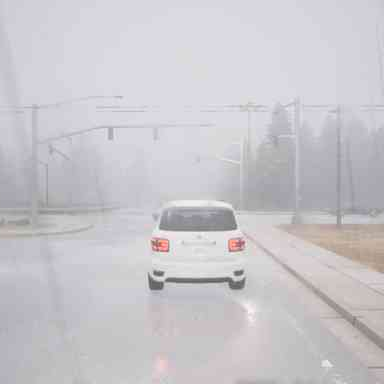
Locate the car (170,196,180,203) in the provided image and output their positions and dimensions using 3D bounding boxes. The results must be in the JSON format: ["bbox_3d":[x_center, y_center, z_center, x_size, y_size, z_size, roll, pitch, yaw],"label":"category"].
[{"bbox_3d":[-3.413,1.563,67.478,1.994,1.385,4.181,0,0,0],"label":"car"}]

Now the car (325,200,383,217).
[{"bbox_3d":[14.897,1.518,30.628,4.902,1.511,2.128,0,0,1],"label":"car"}]

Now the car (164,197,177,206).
[{"bbox_3d":[-3.564,1.564,56.019,1.994,1.385,4.181,0,0,0],"label":"car"}]

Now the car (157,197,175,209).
[{"bbox_3d":[-3.589,1.492,46.178,2.128,1.511,4.902,0,0,0],"label":"car"}]

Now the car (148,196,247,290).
[{"bbox_3d":[0.066,1.218,9.220,2.150,2.045,5.566,0,0,-2],"label":"car"}]
